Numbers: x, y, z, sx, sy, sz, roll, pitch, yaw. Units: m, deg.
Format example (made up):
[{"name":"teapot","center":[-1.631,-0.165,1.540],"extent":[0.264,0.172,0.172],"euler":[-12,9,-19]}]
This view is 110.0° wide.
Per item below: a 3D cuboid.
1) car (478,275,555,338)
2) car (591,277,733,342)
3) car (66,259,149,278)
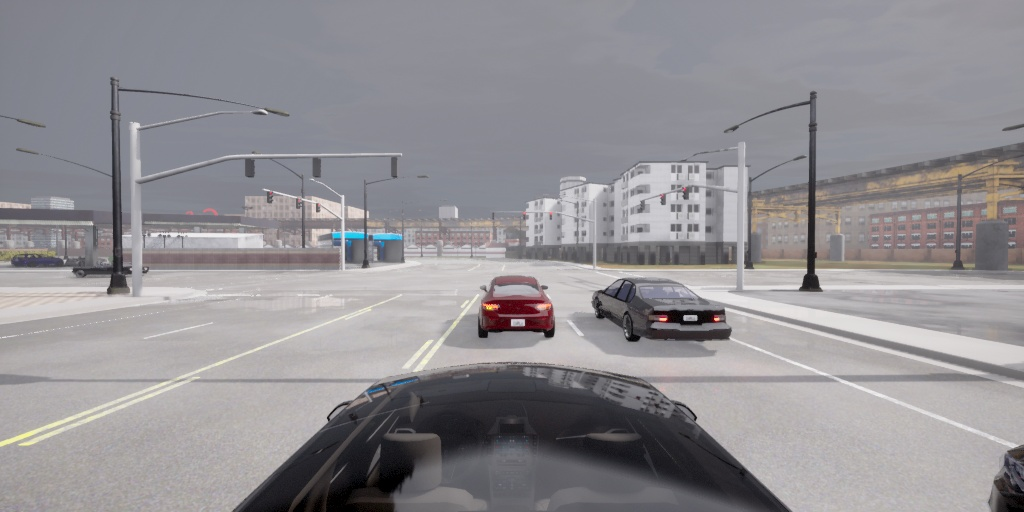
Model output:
[{"name":"car","center":[0.069,1.257,10.000],"extent":[1.812,1.442,4.674],"euler":[0,0,-1]},{"name":"car","center":[3.580,1.283,9.716],"extent":[2.033,1.411,5.357],"euler":[0,0,0]},{"name":"car","center":[-33.768,1.137,30.184],"extent":[4.718,1.301,1.895],"euler":[0,1,-1]}]
